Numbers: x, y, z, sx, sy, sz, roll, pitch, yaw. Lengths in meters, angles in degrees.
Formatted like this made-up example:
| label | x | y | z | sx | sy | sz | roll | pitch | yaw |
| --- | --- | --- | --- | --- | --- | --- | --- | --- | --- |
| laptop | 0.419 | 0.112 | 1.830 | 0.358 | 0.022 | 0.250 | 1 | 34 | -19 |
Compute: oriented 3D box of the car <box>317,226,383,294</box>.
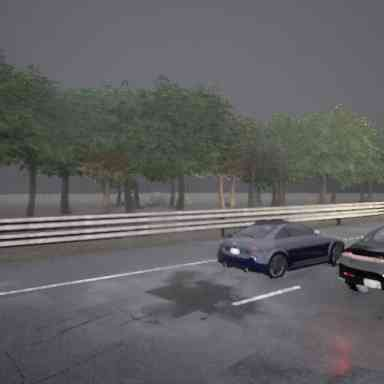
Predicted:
| label | x | y | z | sx | sy | sz | roll | pitch | yaw |
| --- | --- | --- | --- | --- | --- | --- | --- | --- | --- |
| car | 5.288 | 1.467 | 7.518 | 4.902 | 1.511 | 2.128 | 0 | 0 | -35 |

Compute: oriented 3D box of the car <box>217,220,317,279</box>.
| label | x | y | z | sx | sy | sz | roll | pitch | yaw |
| --- | --- | --- | --- | --- | --- | --- | --- | --- | --- |
| car | 2.778 | 1.541 | 10.025 | 4.181 | 1.385 | 1.994 | 0 | 0 | -36 |
